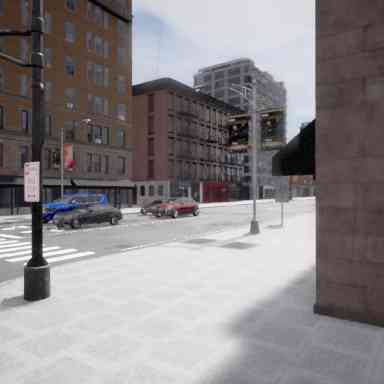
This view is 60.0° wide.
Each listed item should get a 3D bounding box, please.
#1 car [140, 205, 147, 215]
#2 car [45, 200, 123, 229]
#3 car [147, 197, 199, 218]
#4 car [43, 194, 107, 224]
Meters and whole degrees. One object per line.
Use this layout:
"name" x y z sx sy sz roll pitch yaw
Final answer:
"car" -2.938 1.429 32.058 1.812 1.442 4.674 0 0 35
"car" -6.542 1.468 21.301 1.812 1.442 4.674 0 0 37
"car" -1.328 1.256 28.697 2.097 1.767 4.553 0 0 35
"car" -8.543 1.166 24.106 2.150 2.045 5.566 0 0 35
